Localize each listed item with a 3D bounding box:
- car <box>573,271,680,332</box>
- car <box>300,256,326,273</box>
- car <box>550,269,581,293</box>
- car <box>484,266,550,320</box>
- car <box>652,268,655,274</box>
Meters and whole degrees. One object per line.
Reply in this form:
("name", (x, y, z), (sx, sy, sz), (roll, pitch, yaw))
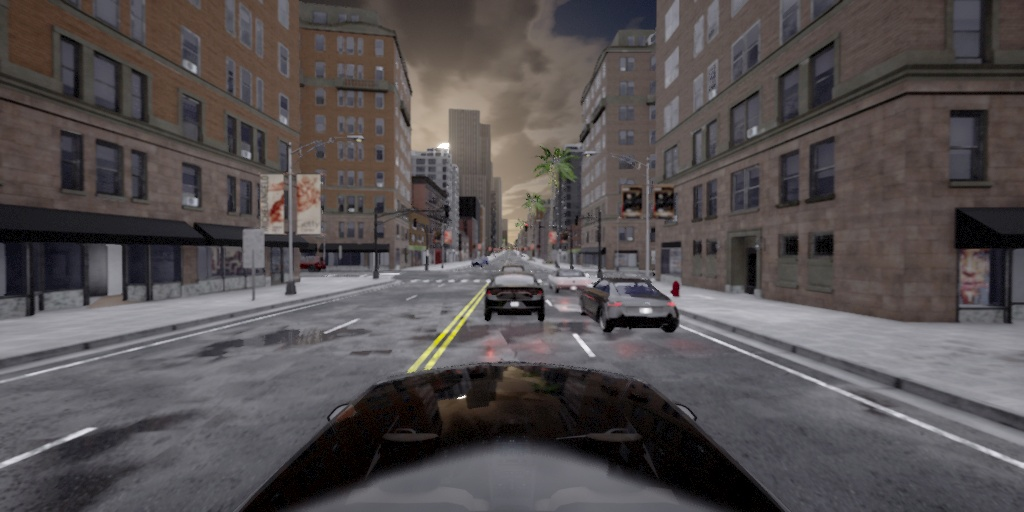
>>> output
("car", (3.317, 1.334, 10.928), (1.994, 1.385, 4.181), (0, 0, 0))
("car", (-23.982, 0.928, 40.955), (5.009, 1.841, 2.192), (0, 0, -9))
("car", (3.208, 1.393, 20.931), (1.895, 1.301, 4.718), (0, 0, 0))
("car", (0.076, 1.252, 12.716), (1.882, 1.535, 5.008), (0, -1, 0))
("car", (16.133, 1.592, 35.552), (4.313, 1.339, 1.948), (0, 0, 0))
